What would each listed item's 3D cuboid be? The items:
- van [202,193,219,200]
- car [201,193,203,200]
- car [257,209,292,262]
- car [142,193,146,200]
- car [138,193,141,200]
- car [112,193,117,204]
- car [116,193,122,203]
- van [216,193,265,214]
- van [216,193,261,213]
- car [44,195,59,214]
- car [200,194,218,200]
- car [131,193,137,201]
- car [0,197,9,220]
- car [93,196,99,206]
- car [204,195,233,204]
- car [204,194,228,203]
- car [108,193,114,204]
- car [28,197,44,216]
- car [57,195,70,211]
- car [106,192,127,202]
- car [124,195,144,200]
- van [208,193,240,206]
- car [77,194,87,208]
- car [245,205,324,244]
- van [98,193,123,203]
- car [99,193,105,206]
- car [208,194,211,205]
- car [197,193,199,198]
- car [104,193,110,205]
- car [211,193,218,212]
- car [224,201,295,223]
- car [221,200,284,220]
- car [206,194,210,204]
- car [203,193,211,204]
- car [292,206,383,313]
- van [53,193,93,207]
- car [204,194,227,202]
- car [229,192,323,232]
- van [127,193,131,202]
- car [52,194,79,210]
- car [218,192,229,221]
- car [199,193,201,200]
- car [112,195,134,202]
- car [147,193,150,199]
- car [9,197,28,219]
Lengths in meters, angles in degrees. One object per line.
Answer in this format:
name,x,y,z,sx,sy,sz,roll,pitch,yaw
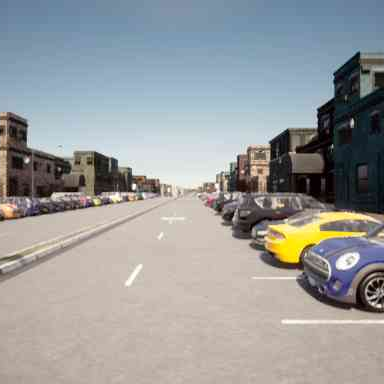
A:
van,4.826,1.204,87.511,4.442,1.987,1.878,0,0,0
car,4.681,1.063,54.161,5.566,2.045,2.435,0,0,0
car,4.704,1.395,9.822,5.008,1.535,2.097,0,0,0
car,-15.544,1.201,85.961,5.566,2.045,2.435,0,0,0
car,-15.517,1.425,80.444,5.008,1.535,2.097,0,0,0
car,-15.494,1.373,55.629,4.674,1.452,2.002,0,0,0
car,-15.499,1.339,58.387,5.008,1.535,2.097,0,0,0
van,4.593,1.095,31.930,4.442,1.987,1.878,0,0,0
van,4.827,1.091,34.708,4.442,1.987,1.878,0,0,0
car,-15.466,1.329,30.816,4.892,1.521,2.231,0,0,0
car,4.703,1.453,93.069,4.892,1.521,2.231,0,0,0
car,-15.319,1.383,72.172,5.366,1.575,1.946,0,0,0
car,-15.496,1.220,22.544,4.553,1.767,2.185,0,0,0
car,-15.480,1.360,44.600,4.674,1.452,2.002,0,0,0
car,4.703,1.326,59.719,4.892,1.521,2.231,0,0,0
car,4.678,1.214,65.277,4.553,1.767,2.185,0,0,0
car,-15.518,1.358,52.873,4.792,1.488,2.163,0,0,0
car,-15.438,1.207,28.059,4.553,1.767,2.185,0,0,0
car,-15.468,1.325,33.573,4.892,1.521,2.231,0,0,0
car,-15.524,1.095,61.144,5.566,2.045,2.435,0,0,0
car,-15.512,1.465,88.843,5.008,1.535,2.097,0,0,0
van,4.593,1.084,48.603,4.442,1.987,1.878,0,0,0
car,-15.472,1.321,39.086,4.892,1.521,2.231,0,0,0
car,4.716,1.386,12.476,4.892,1.521,2.231,0,0,0
van,-15.614,1.130,63.902,4.442,1.987,1.878,0,0,0
car,-15.670,1.319,47.359,5.366,1.575,1.946,0,0,0
car,4.680,1.340,40.267,4.792,1.488,2.163,0,0,0
car,4.524,1.402,81.951,5.366,1.575,1.946,0,0,0
car,-15.481,1.326,50.115,4.892,1.521,2.231,0,0,0
car,4.738,1.077,29.150,5.566,2.045,2.435,0,0,0
car,4.707,1.383,23.657,4.674,1.452,2.002,0,0,0
car,4.707,1.375,26.372,4.674,1.452,2.002,0,0,0
car,4.703,1.311,43.045,4.892,1.521,2.231,0,0,0
car,4.681,1.057,45.826,5.566,2.045,2.435,0,0,0
car,4.741,1.282,6.917,4.553,1.767,2.185,0,0,0
van,-15.363,1.094,41.967,4.442,1.987,1.878,0,0,0
car,4.678,1.222,68.058,4.553,1.767,2.185,0,0,0
car,4.739,1.123,15.253,5.566,2.045,2.435,0,0,0
van,-15.619,1.148,69.414,4.442,1.987,1.878,0,0,0
car,-15.470,1.323,36.330,4.892,1.521,2.231,0,0,0
car,4.681,1.101,20.938,5.566,2.045,2.435,0,0,0
car,4.705,1.369,73.612,5.008,1.535,2.097,0,0,0
car,-15.504,1.439,74.930,4.674,1.452,2.002,0,0,0
car,-15.550,1.238,94.236,5.566,2.045,2.435,0,0,0
car,-15.499,1.213,25.301,4.553,1.767,2.185,0,0,0
